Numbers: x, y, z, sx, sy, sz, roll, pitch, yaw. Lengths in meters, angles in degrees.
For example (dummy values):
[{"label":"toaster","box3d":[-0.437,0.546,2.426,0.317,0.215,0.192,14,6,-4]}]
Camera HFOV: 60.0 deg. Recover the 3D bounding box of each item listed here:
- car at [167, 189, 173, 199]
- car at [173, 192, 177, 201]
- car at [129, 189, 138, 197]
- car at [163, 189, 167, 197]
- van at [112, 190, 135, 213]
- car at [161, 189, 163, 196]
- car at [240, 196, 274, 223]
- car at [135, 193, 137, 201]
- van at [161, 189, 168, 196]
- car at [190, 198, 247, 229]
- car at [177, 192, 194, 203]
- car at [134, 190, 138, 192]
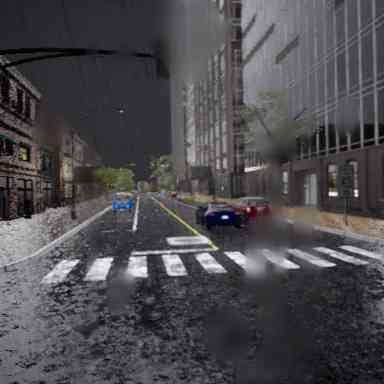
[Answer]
[{"label":"car","box3d":[-3.323,0.605,64.861,1.887,1.381,4.507,0,1,-9]},{"label":"car","box3d":[-1.609,0.717,54.098,1.752,1.417,4.829,0,1,-9]},{"label":"car","box3d":[-15.082,0.292,85.415,2.192,1.841,5.009,0,1,-9]},{"label":"car","box3d":[-5.091,0.450,75.960,1.752,1.417,4.829,0,1,-9]},{"label":"van","box3d":[-6.378,0.985,30.763,1.690,1.788,3.998,0,1,-9]},{"label":"car","box3d":[-5.936,0.175,81.255,2.192,1.841,5.009,0,1,-9]},{"label":"car","box3d":[3.640,1.034,21.135,1.967,1.590,4.097,0,1,-9]},{"label":"car","box3d":[-8.118,1.092,41.697,1.802,1.307,4.206,0,1,-9]},{"label":"van","box3d":[-7.676,0.067,92.186,1.690,1.788,3.998,0,1,-9]},{"label":"car","box3d":[1.362,1.237,18.910,1.994,1.385,4.181,-1,1,-9]},{"label":"car","box3d":[-0.739,0.783,48.633,1.752,1.417,4.829,0,1,-9]},{"label":"car","box3d":[-10.730,0.625,58.088,2.192,1.841,5.009,0,1,-9]}]
